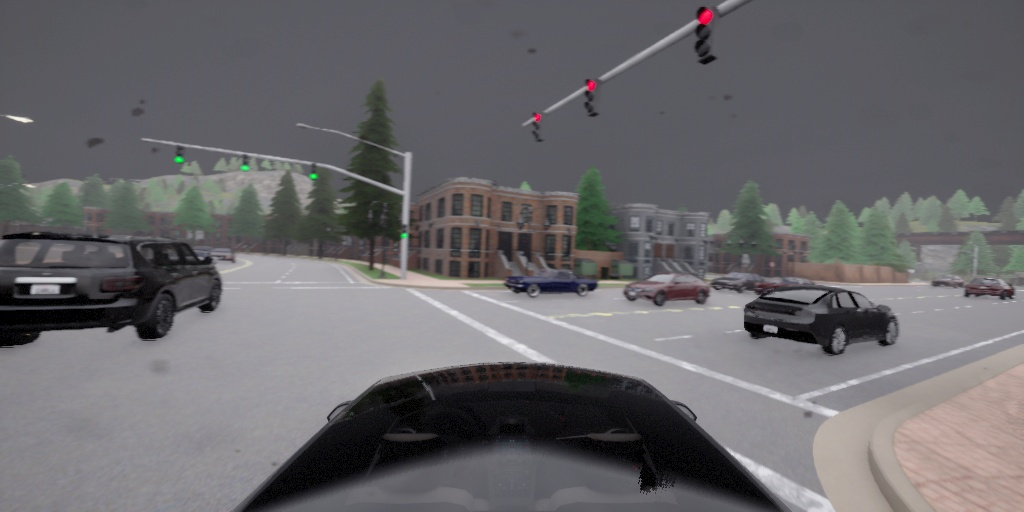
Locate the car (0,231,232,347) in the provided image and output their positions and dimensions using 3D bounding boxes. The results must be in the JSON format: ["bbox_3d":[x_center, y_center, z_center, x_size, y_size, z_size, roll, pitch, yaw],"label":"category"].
[{"bbox_3d":[-8.519,0.554,8.077,2.150,2.045,5.566,2,0,-26],"label":"car"}]

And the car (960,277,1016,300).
[{"bbox_3d":[41.062,2.715,30.777,4.553,1.767,2.097,2,0,-28],"label":"car"}]

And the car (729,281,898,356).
[{"bbox_3d":[8.285,1.567,9.581,4.892,1.490,1.837,2,0,-27],"label":"car"}]

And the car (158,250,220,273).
[{"bbox_3d":[-20.713,0.297,23.231,1.895,1.301,4.718,2,0,-29],"label":"car"}]

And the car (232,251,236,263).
[{"bbox_3d":[-26.759,-0.071,33.123,1.994,1.385,4.181,2,0,-37],"label":"car"}]

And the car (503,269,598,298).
[{"bbox_3d":[1.965,1.328,18.148,4.718,1.301,1.895,2,0,-28],"label":"car"}]

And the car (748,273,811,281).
[{"bbox_3d":[17.118,1.968,22.193,4.718,1.301,1.895,2,0,-28],"label":"car"}]

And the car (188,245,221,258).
[{"bbox_3d":[-37.266,-0.565,43.469,4.718,1.301,1.895,3,1,35],"label":"car"}]

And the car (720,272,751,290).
[{"bbox_3d":[16.632,1.869,25.886,5.357,1.411,2.033,2,0,-28],"label":"car"}]

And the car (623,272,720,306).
[{"bbox_3d":[7.437,1.501,17.081,4.674,1.442,1.812,2,0,-28],"label":"car"}]
